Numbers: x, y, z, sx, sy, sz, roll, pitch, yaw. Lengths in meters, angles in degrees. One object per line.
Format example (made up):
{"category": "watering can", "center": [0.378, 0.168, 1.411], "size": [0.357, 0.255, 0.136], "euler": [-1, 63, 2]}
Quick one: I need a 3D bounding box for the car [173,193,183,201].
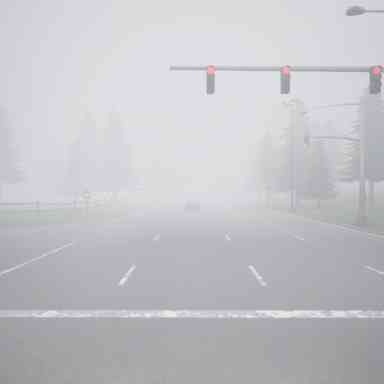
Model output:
{"category": "car", "center": [-3.410, 1.188, 80.755], "size": [2.097, 1.767, 4.553], "euler": [0, 0, 0]}

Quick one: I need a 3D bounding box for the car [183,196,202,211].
{"category": "car", "center": [0.044, 1.526, 39.748], "size": [1.812, 1.442, 4.674], "euler": [0, 0, 0]}

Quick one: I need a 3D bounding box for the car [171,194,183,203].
{"category": "car", "center": [-3.422, 1.531, 70.365], "size": [2.033, 1.411, 5.357], "euler": [0, 0, 0]}

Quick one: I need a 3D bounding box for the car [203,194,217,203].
{"category": "car", "center": [3.578, 1.517, 70.357], "size": [2.128, 1.511, 4.902], "euler": [0, 0, 0]}

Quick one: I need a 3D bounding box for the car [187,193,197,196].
{"category": "car", "center": [0.079, 1.545, 70.778], "size": [1.994, 1.385, 4.181], "euler": [0, 0, 0]}

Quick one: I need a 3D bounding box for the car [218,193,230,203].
{"category": "car", "center": [7.079, 1.517, 70.770], "size": [1.812, 1.442, 4.674], "euler": [0, 0, 0]}

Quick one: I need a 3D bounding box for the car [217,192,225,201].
{"category": "car", "center": [7.090, 1.058, 80.803], "size": [2.150, 2.045, 5.566], "euler": [0, 0, 0]}

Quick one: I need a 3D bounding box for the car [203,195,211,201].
{"category": "car", "center": [3.590, 1.428, 80.807], "size": [1.895, 1.301, 4.718], "euler": [0, 0, 0]}
